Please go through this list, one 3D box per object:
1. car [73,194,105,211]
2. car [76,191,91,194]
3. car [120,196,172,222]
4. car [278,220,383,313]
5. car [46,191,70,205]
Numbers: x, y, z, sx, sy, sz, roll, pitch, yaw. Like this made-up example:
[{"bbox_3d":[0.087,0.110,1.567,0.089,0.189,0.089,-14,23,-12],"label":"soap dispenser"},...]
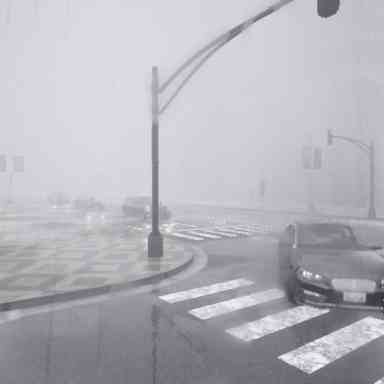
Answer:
[{"bbox_3d":[-10.456,1.155,33.611,1.895,1.301,4.718,0,1,-36],"label":"car"},{"bbox_3d":[-21.671,0.519,66.194,1.882,1.535,5.008,0,1,-36],"label":"car"},{"bbox_3d":[-3.340,1.079,23.727,2.097,1.767,4.553,0,1,-36],"label":"car"},{"bbox_3d":[3.157,1.482,7.968,2.128,1.511,4.902,1,0,10],"label":"car"},{"bbox_3d":[-17.460,0.730,43.372,2.097,1.767,4.553,0,1,-36],"label":"car"}]
